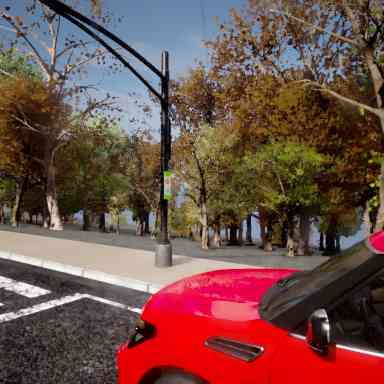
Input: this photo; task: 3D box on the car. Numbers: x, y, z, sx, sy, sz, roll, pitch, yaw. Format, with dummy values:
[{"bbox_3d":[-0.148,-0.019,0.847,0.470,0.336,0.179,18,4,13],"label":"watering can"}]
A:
[{"bbox_3d":[1.997,1.222,2.289,5.566,2.045,2.150,0,0,34],"label":"car"}]
